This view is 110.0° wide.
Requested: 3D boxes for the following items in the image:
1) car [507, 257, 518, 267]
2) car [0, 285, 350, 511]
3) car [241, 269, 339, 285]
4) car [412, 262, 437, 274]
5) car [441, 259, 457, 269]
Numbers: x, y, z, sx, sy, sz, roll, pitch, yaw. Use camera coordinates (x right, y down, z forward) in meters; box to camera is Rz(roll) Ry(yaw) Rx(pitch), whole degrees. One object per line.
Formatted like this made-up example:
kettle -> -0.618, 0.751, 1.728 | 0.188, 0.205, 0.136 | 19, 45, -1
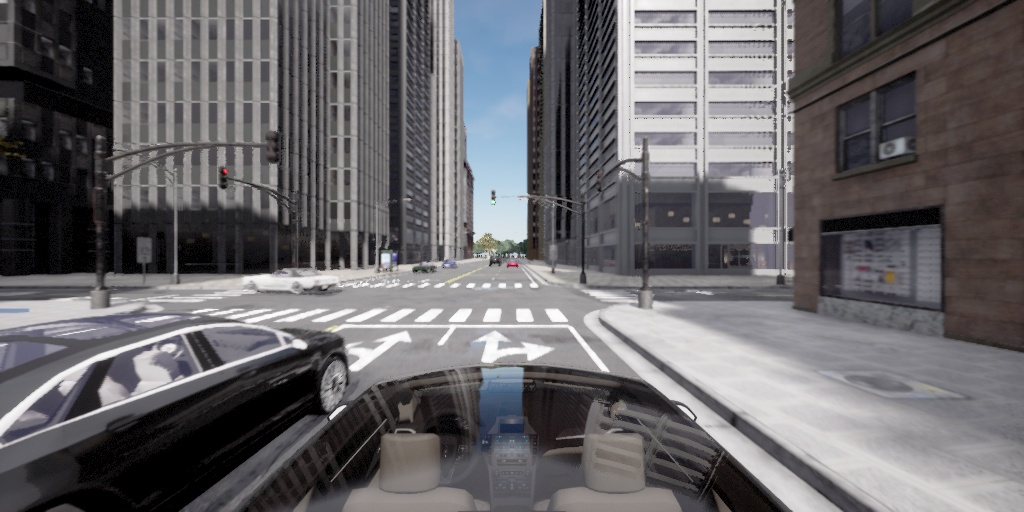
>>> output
car -> 0.115, 1.277, 63.804 | 1.994, 1.385, 4.181 | 0, 0, 0
car -> -3.151, 1.242, 3.063 | 2.128, 1.511, 4.902 | 0, 0, 0
car -> -12.007, 1.340, 19.382 | 4.718, 1.301, 1.895 | 0, 0, 13
car -> -9.822, 1.326, 40.496 | 1.895, 1.301, 4.718 | 0, 0, 0
car -> -9.783, 1.243, 56.345 | 1.812, 1.442, 4.674 | 0, 0, 1
